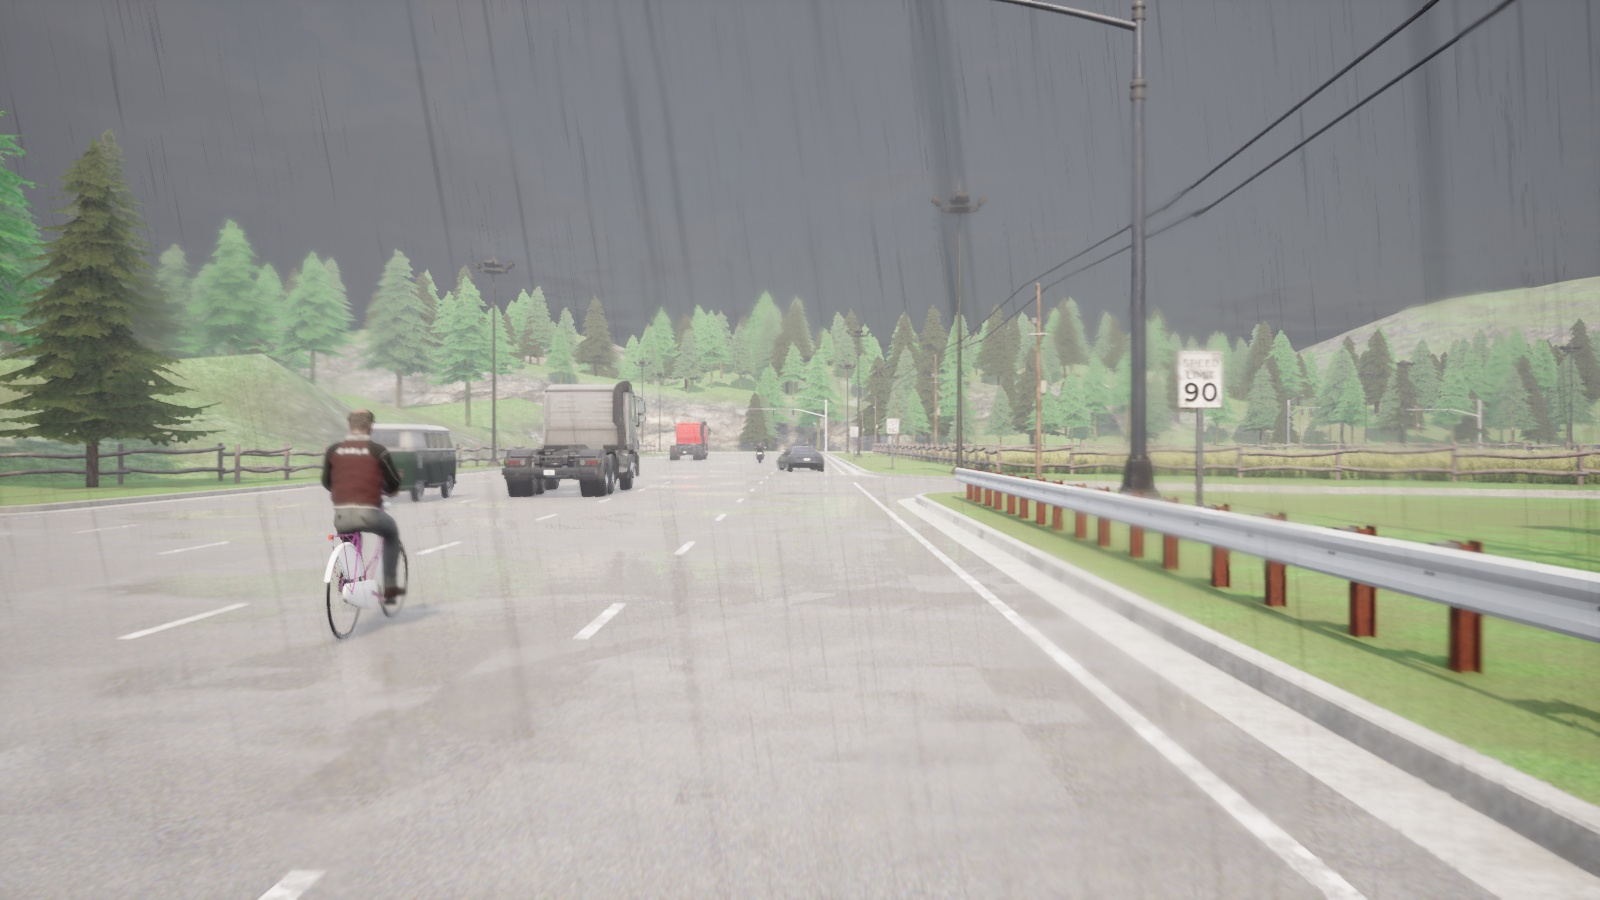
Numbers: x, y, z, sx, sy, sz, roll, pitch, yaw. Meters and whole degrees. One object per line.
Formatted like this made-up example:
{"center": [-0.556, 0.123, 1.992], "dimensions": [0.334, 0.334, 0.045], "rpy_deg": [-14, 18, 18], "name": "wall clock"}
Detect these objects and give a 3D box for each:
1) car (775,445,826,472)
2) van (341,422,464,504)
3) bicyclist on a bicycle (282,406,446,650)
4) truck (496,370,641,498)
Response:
{"center": [-0.020, 0.434, 66.773], "dimensions": [1.994, 1.385, 4.181], "rpy_deg": [0, 0, -10], "name": "car"}
{"center": [-10.299, 0.306, 32.862], "dimensions": [1.775, 1.987, 4.442], "rpy_deg": [0, 0, 0], "name": "van"}
{"center": [-3.428, 0.558, 10.040], "dimensions": [0.659, 1.776, 1.843], "rpy_deg": [0, 1, 0], "name": "bicyclist on a bicycle"}
{"center": [-6.770, -0.455, 37.970], "dimensions": [2.891, 3.462, 7.936], "rpy_deg": [0, 0, 0], "name": "truck"}
